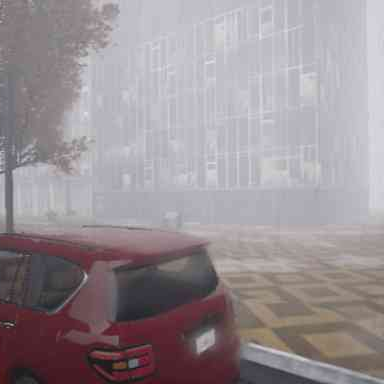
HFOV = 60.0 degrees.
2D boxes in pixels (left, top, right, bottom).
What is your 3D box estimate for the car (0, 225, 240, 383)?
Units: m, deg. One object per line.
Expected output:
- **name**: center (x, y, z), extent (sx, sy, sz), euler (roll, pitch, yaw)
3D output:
- **car**: center (-1.829, 1.365, 4.180), extent (5.009, 1.841, 2.192), euler (-1, -1, 35)
